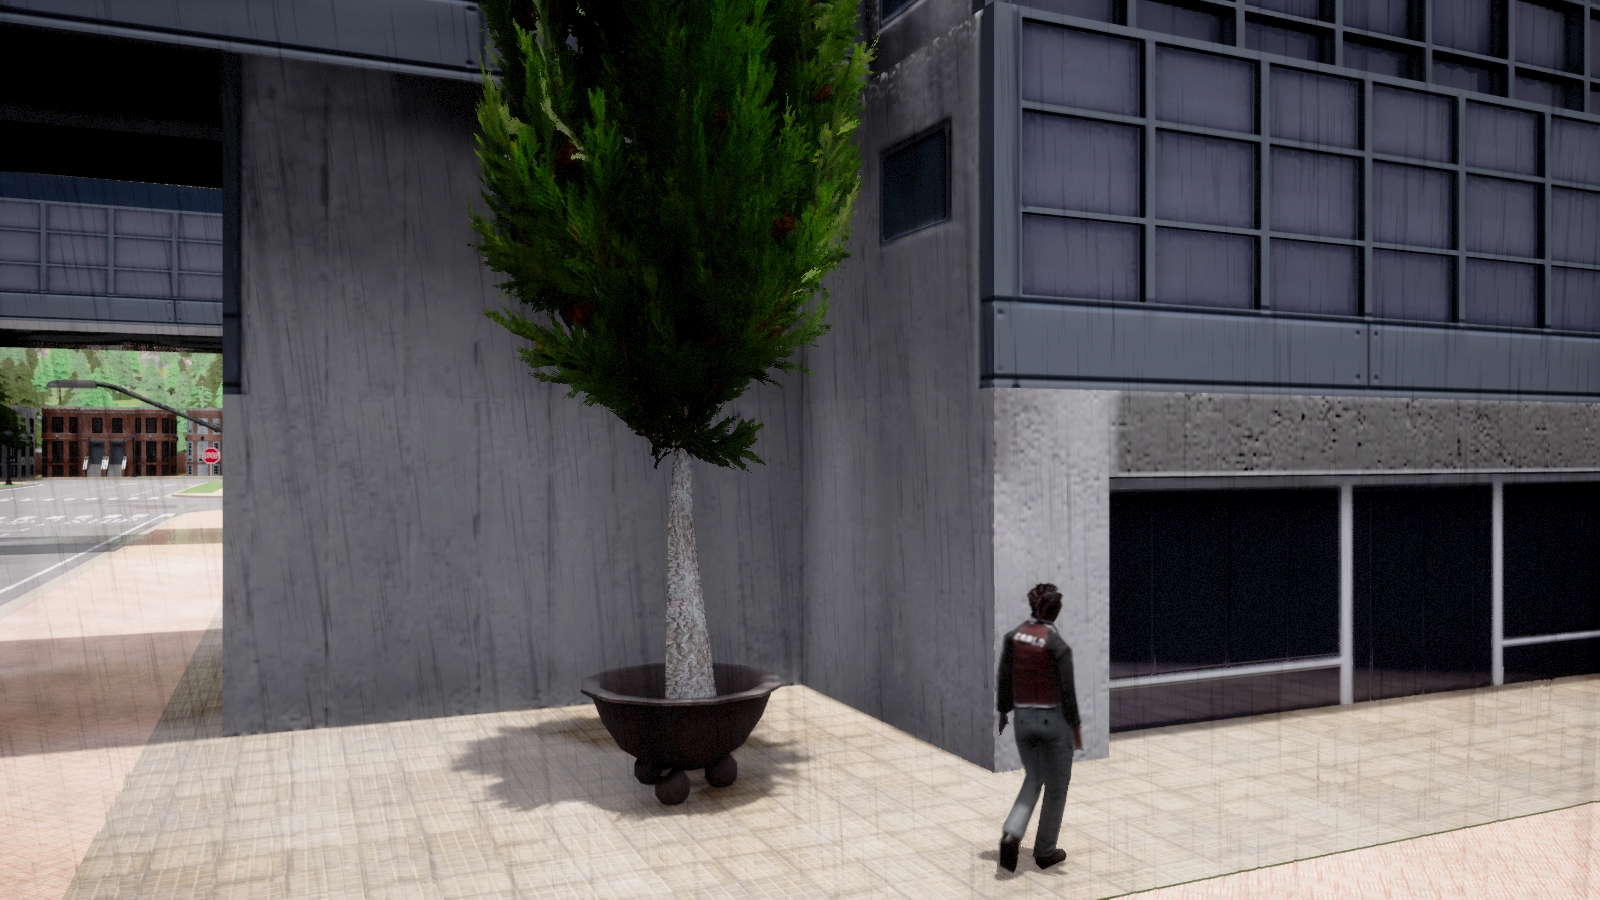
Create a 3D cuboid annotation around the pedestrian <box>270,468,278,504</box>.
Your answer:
[{"bbox_3d":[-27.249,1.848,59.216,0.375,1.860,0.375,0,0,-28],"label":"pedestrian"}]

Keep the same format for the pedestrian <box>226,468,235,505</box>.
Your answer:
[{"bbox_3d":[-28.871,1.849,57.943,0.375,1.860,0.375,0,0,-25],"label":"pedestrian"}]

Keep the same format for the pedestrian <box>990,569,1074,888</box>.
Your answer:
[{"bbox_3d":[1.446,1.698,7.121,0.375,1.860,0.375,0,0,43],"label":"pedestrian"}]
